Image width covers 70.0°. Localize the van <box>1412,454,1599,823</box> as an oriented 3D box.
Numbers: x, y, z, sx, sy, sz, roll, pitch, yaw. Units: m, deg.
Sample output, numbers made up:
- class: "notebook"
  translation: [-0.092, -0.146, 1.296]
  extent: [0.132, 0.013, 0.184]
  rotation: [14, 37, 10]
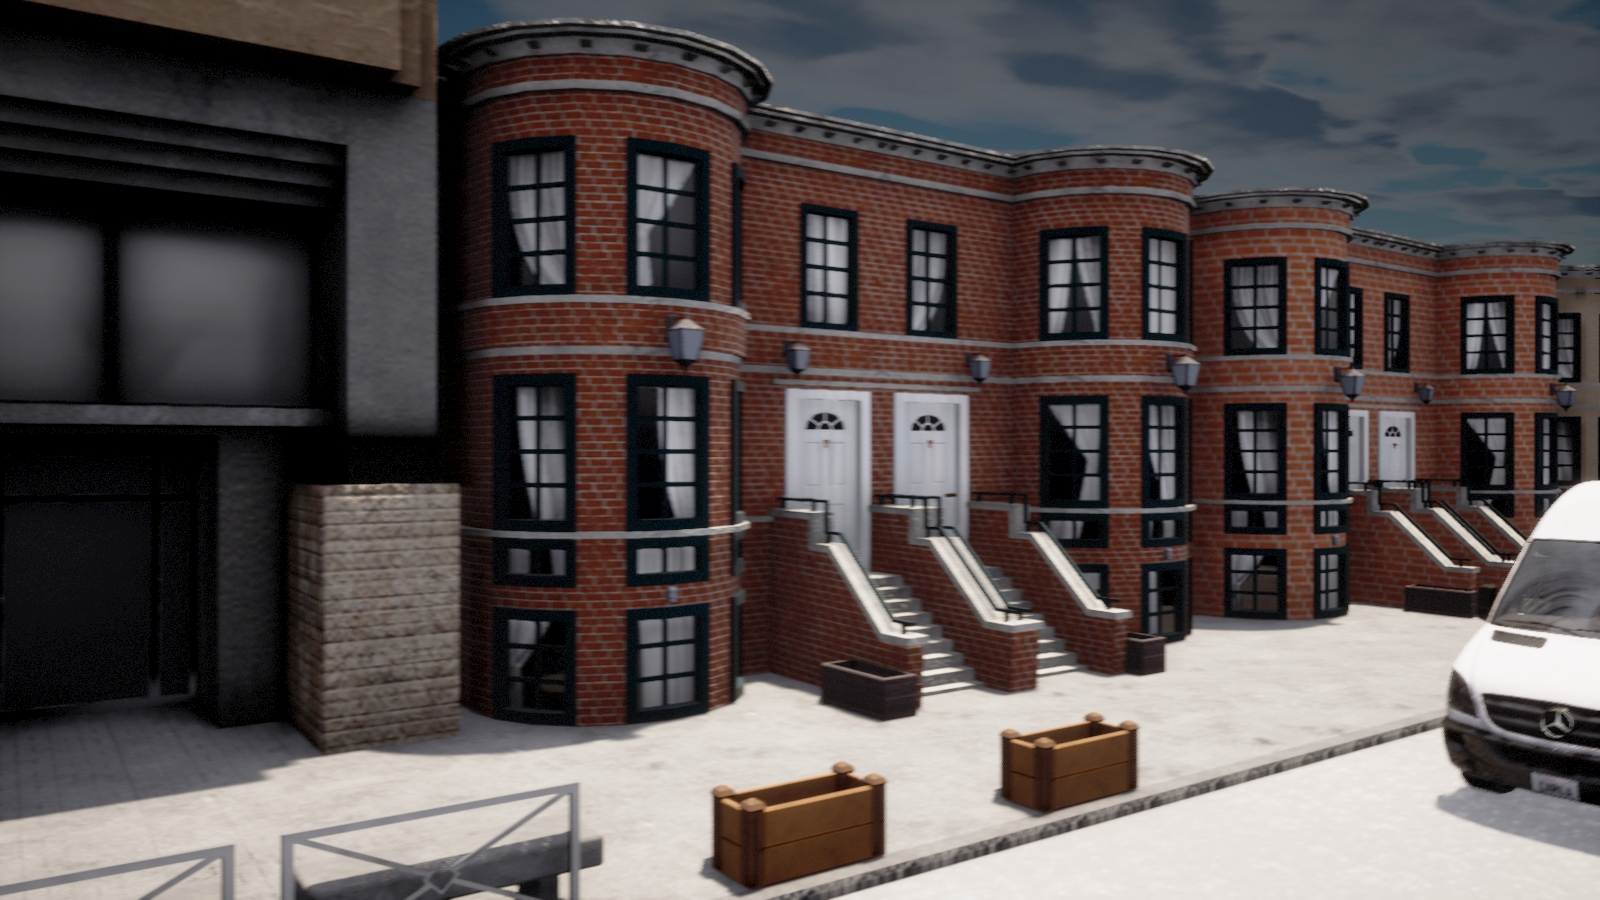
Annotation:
- class: "van"
  translation: [7.810, 1.314, 9.891]
  extent: [5.915, 2.561, 1.988]
  rotation: [0, 0, -35]
